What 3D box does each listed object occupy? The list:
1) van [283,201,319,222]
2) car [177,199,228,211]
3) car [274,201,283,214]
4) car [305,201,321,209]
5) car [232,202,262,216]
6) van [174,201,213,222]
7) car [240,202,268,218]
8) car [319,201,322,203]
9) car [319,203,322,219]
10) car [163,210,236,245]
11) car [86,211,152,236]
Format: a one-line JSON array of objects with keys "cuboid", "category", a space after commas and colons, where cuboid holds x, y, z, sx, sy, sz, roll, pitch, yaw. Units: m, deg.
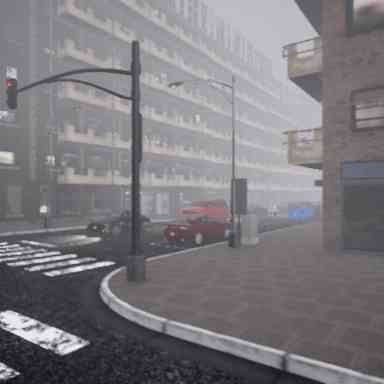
[{"cuboid": [10.301, 1.826, 31.255, 1.690, 1.788, 3.998, -1, -1, 36], "category": "van"}, {"cuboid": [1.070, 1.632, 28.296, 2.150, 2.045, 5.566, 0, -1, 36], "category": "car"}, {"cuboid": [12.596, 1.978, 44.309, 2.097, 1.767, 4.553, 0, -1, 36], "category": "car"}, {"cuboid": [23.346, 2.467, 63.863, 1.802, 1.307, 4.206, -1, -1, 36], "category": "car"}, {"cuboid": [6.789, 2.001, 40.763, 1.967, 1.590, 4.097, -1, -1, 36], "category": "car"}, {"cuboid": [0.195, 1.778, 31.503, 1.690, 1.788, 3.998, -1, -1, 36], "category": "van"}, {"cuboid": [6.617, 2.077, 36.005, 1.994, 1.385, 4.181, 0, -1, 37], "category": "car"}, {"cuboid": [19.988, 2.067, 49.232, 2.097, 1.767, 4.553, 0, -1, 36], "category": "car"}, {"cuboid": [13.610, 2.129, 35.874, 1.802, 1.307, 4.206, -1, -1, 36], "category": "car"}, {"cuboid": [0.377, 1.847, 17.383, 1.887, 1.381, 4.507, -1, -1, 36], "category": "car"}, {"cuboid": [-4.407, 1.875, 20.659, 1.994, 1.385, 4.181, 0, -1, 36], "category": "car"}]
